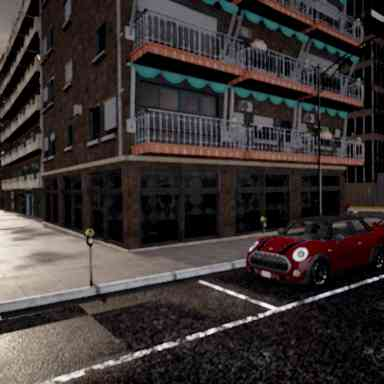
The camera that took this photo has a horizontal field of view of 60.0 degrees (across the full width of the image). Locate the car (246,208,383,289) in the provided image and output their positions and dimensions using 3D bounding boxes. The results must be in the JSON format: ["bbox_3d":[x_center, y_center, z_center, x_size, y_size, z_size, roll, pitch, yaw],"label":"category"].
[{"bbox_3d":[3.356,1.395,8.970,4.097,1.590,1.967,0,0,-36],"label":"car"}]

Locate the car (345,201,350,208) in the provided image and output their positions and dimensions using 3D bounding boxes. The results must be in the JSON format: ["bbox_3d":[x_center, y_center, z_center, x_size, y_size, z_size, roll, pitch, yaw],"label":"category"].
[{"bbox_3d":[17.087,1.532,41.078,1.967,1.590,4.097,-2,0,-36],"label":"car"}]
